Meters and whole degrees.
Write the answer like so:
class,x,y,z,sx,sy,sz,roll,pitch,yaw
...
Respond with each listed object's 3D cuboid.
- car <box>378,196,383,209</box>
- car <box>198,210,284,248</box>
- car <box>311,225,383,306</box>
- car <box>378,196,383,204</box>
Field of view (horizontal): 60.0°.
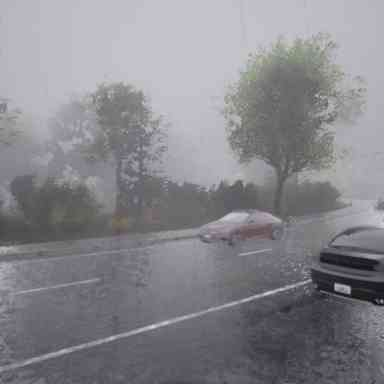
class,x,y,z,sx,sy,sz,roll,pitch,yaw
car,26.973,1.530,46.315,2.128,1.511,4.902,0,0,28
car,2.374,1.558,15.155,4.674,1.442,1.812,0,0,-42
car,4.622,1.517,7.626,4.892,1.490,1.837,0,0,-40
car,39.311,1.516,67.301,1.882,1.535,5.008,0,0,18
